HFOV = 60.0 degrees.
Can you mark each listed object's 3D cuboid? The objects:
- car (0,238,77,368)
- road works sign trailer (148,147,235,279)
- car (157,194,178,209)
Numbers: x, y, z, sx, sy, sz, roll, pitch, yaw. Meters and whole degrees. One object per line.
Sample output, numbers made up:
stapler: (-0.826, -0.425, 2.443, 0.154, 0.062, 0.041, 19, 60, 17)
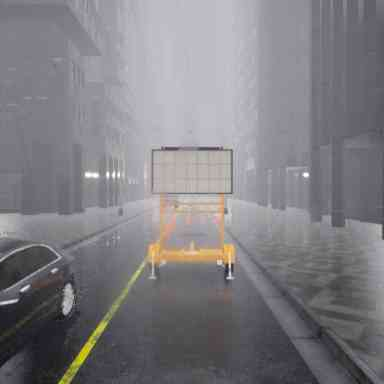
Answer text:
car: (-3.103, 1.503, 4.506, 1.837, 1.490, 4.892, 0, 0, 0)
road works sign trailer: (0.006, 0.459, 9.993, 2.380, 3.560, 2.880, 0, 0, 1)
car: (-3.011, 1.169, 44.690, 2.150, 2.045, 5.566, 0, 0, 0)
